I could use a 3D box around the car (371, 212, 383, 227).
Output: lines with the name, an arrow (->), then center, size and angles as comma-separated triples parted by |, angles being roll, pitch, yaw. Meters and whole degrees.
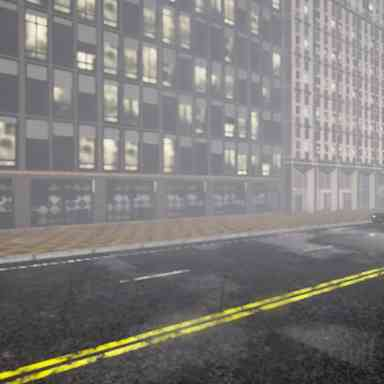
car -> 13.301, 1.555, 21.042 | 4.718, 1.301, 1.895 | 0, 0, -35
